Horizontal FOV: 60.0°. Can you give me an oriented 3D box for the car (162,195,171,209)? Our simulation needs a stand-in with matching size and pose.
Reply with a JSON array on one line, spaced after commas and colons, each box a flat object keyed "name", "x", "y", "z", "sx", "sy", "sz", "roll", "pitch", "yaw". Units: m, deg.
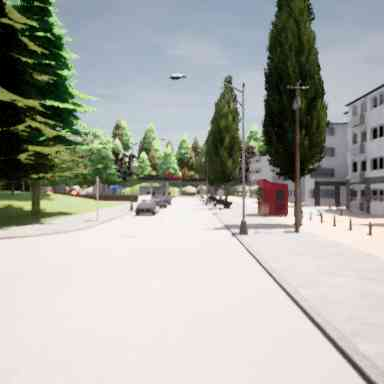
[{"name": "car", "x": -4.081, "y": 1.366, "z": 41.326, "sx": 1.994, "sy": 1.385, "sz": 4.181, "roll": 0, "pitch": 0, "yaw": 0}]

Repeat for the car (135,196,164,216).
[{"name": "car", "x": -4.096, "y": 1.397, "z": 31.389, "sx": 2.033, "sy": 1.411, "sz": 5.357, "roll": 0, "pitch": 0, "yaw": 0}]

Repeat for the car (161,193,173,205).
[{"name": "car", "x": -4.034, "y": 1.260, "z": 51.318, "sx": 1.837, "sy": 1.490, "sz": 4.892, "roll": 0, "pitch": 0, "yaw": 1}]
